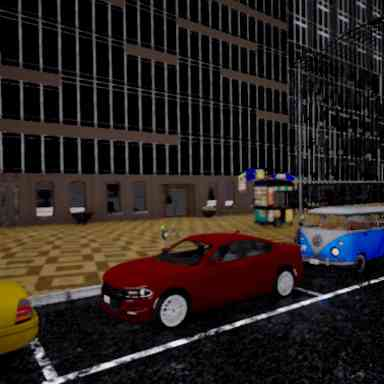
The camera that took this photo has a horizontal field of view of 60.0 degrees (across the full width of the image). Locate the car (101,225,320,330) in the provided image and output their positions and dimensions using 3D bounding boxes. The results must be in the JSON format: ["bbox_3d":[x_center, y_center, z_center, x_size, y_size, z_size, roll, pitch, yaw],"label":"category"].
[{"bbox_3d":[0.410,1.542,6.865,4.507,1.381,1.887,0,-1,-35],"label":"car"}]

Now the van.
[{"bbox_3d":[4.988,1.336,10.132,3.998,1.788,1.690,0,-1,-35],"label":"van"}]

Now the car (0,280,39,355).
[{"bbox_3d":[-4.308,1.527,3.501,4.829,1.417,1.752,0,-1,-35],"label":"car"}]
